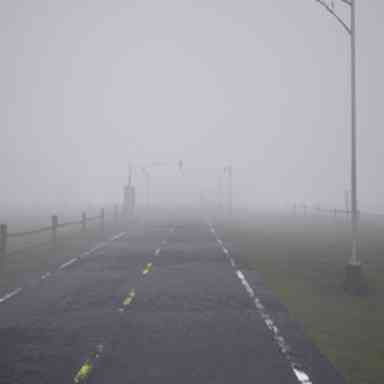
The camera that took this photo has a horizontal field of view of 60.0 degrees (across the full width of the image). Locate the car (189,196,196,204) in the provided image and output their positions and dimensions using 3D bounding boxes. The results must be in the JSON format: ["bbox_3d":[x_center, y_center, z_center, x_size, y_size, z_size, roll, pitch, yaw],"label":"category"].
[{"bbox_3d":[0.207,2.512,94.824,1.882,1.535,5.008,0,-1,0],"label":"car"}]
